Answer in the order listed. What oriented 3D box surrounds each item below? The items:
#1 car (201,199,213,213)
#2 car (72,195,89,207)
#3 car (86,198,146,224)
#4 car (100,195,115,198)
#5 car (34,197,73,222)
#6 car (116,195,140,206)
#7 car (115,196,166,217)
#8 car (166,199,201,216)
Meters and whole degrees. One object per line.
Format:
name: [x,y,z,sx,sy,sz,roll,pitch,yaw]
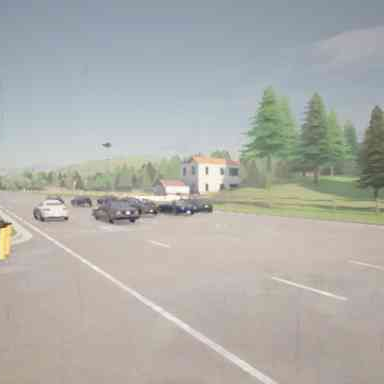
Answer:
car: [0.312,1.350,33.821,1.994,1.385,4.181,0,0,-33]
car: [-14.694,1.193,44.023,1.837,1.490,4.892,0,0,-33]
car: [-5.494,1.386,23.498,2.033,1.411,5.357,0,0,-33]
car: [-11.784,1.187,45.969,1.837,1.490,4.892,0,0,-33]
car: [-10.596,1.344,24.892,1.812,1.442,4.674,0,0,-33]
car: [-9.349,1.235,48.645,1.994,1.385,4.181,0,0,-33]
car: [-4.568,1.300,28.488,2.128,1.511,4.902,0,0,-33]
car: [-1.497,1.406,30.186,1.895,1.301,4.718,0,0,-33]
